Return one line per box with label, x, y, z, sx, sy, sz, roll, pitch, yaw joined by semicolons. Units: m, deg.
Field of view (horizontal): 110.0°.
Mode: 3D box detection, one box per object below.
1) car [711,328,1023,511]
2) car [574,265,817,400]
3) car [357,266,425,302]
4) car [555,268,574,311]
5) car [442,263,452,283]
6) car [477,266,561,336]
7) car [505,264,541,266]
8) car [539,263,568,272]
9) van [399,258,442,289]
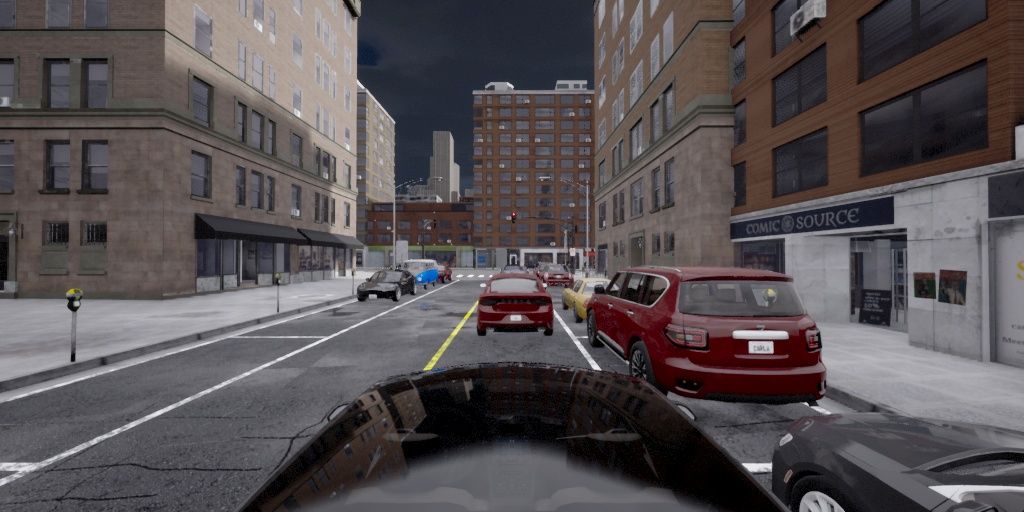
car;2.668;1.300;0.765;2.007;1.370;4.403;0;0;0
car;2.675;1.068;6.246;2.192;1.841;5.009;0;0;0
car;-5.838;1.331;17.224;1.948;1.339;4.313;0;0;0
car;2.681;1.284;11.899;1.751;1.417;4.829;0;0;0
car;-5.825;1.326;28.188;1.888;1.381;4.507;0;0;0
car;0.059;1.235;10.499;1.882;1.535;5.008;0;0;-1
car;0.118;1.259;18.061;2.128;1.511;4.902;0;0;0
car;2.694;1.213;22.695;1.967;1.591;4.097;0;0;0
van;-5.831;1.114;22.706;1.690;1.789;3.998;0;0;0
